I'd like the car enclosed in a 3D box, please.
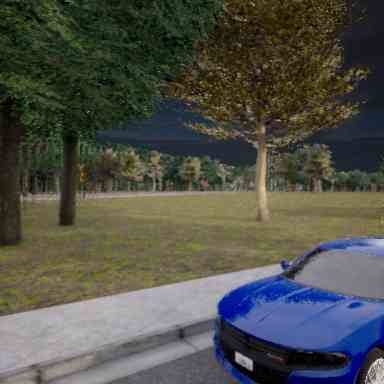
[{"bbox_3d":[2.572,1.478,4.906,5.008,1.535,1.882,0,0,-36],"label":"car"}]
